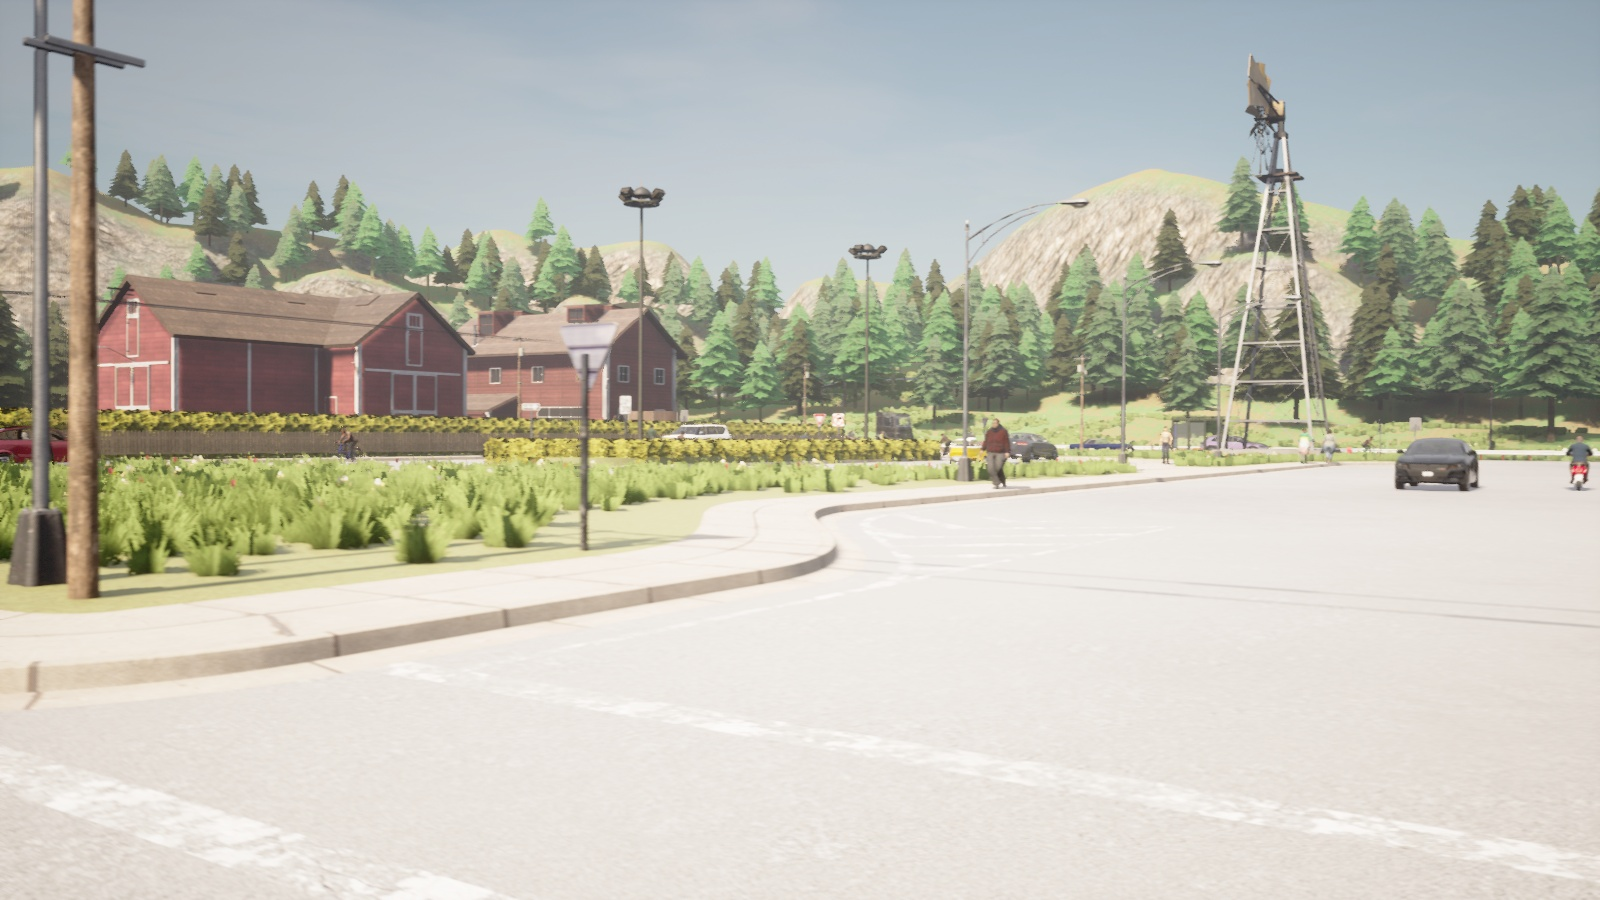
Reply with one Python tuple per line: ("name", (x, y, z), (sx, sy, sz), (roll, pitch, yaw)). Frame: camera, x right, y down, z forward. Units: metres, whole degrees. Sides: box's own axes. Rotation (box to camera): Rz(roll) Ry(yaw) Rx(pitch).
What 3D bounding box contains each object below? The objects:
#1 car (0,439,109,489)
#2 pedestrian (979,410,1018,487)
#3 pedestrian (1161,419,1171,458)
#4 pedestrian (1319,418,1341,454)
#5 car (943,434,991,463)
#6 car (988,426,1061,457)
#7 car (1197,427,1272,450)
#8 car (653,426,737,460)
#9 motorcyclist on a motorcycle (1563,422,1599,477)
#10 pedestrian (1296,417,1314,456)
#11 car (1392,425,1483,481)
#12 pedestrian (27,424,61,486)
("car", (-25.583, 0.443, 42.233), (1.789, 1.549, 3.705), (0, 1, 39))
("pedestrian", (4.850, -0.053, 30.631), (0.634, 1.844, 0.899), (0, 1, 32))
("pedestrian", (17.403, -0.560, 59.670), (0.345, 1.836, 0.594), (0, 1, 26))
("pedestrian", (27.758, -0.740, 65.753), (0.874, 1.855, 0.900), (0, 1, 34))
("car", (8.245, -0.086, 61.914), (1.481, 1.376, 2.207), (0, 1, 33))
("car", (12.201, -0.481, 68.012), (2.152, 1.651, 5.027), (0, 1, 33))
("car", (31.585, -0.829, 91.329), (4.856, 1.649, 2.033), (0, 1, 34))
("car", (-6.436, -0.464, 77.391), (2.150, 2.045, 5.566), (0, 1, 33))
("motorcyclist on a motorcycle", (23.106, -0.030, 37.143), (0.866, 1.590, 1.817), (0, 1, 33))
("pedestrian", (25.621, -0.692, 63.744), (0.659, 1.952, 0.873), (0, 1, 34))
("car", (18.824, 0.042, 36.956), (1.882, 1.535, 5.008), (0, 1, 33))
("pedestrian", (-22.260, 0.151, 36.986), (0.328, 1.805, 0.869), (0, 1, 15))
